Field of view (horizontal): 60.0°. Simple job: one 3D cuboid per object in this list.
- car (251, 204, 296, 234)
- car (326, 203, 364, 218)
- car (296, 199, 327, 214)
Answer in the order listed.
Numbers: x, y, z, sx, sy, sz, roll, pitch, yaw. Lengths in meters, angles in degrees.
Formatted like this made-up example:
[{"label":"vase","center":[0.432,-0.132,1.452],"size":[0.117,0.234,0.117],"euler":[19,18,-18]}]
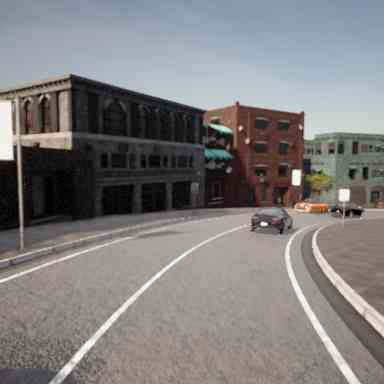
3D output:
[{"label":"car","center":[4.861,1.591,20.056],"size":[1.812,1.442,4.674],"euler":[2,0,25]},{"label":"car","center":[16.971,1.936,36.117],"size":[5.008,1.535,1.882],"euler":[2,2,-42]},{"label":"car","center":[13.591,1.540,37.952],"size":[4.553,1.767,2.097],"euler":[2,2,-41]}]
